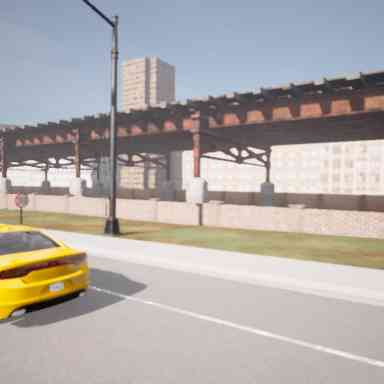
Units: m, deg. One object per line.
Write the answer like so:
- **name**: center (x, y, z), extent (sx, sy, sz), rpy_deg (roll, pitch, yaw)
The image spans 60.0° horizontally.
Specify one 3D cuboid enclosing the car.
- **car**: center (-4.290, 1.441, 7.025), extent (5.008, 1.535, 1.882), rpy_deg (0, 0, 35)
